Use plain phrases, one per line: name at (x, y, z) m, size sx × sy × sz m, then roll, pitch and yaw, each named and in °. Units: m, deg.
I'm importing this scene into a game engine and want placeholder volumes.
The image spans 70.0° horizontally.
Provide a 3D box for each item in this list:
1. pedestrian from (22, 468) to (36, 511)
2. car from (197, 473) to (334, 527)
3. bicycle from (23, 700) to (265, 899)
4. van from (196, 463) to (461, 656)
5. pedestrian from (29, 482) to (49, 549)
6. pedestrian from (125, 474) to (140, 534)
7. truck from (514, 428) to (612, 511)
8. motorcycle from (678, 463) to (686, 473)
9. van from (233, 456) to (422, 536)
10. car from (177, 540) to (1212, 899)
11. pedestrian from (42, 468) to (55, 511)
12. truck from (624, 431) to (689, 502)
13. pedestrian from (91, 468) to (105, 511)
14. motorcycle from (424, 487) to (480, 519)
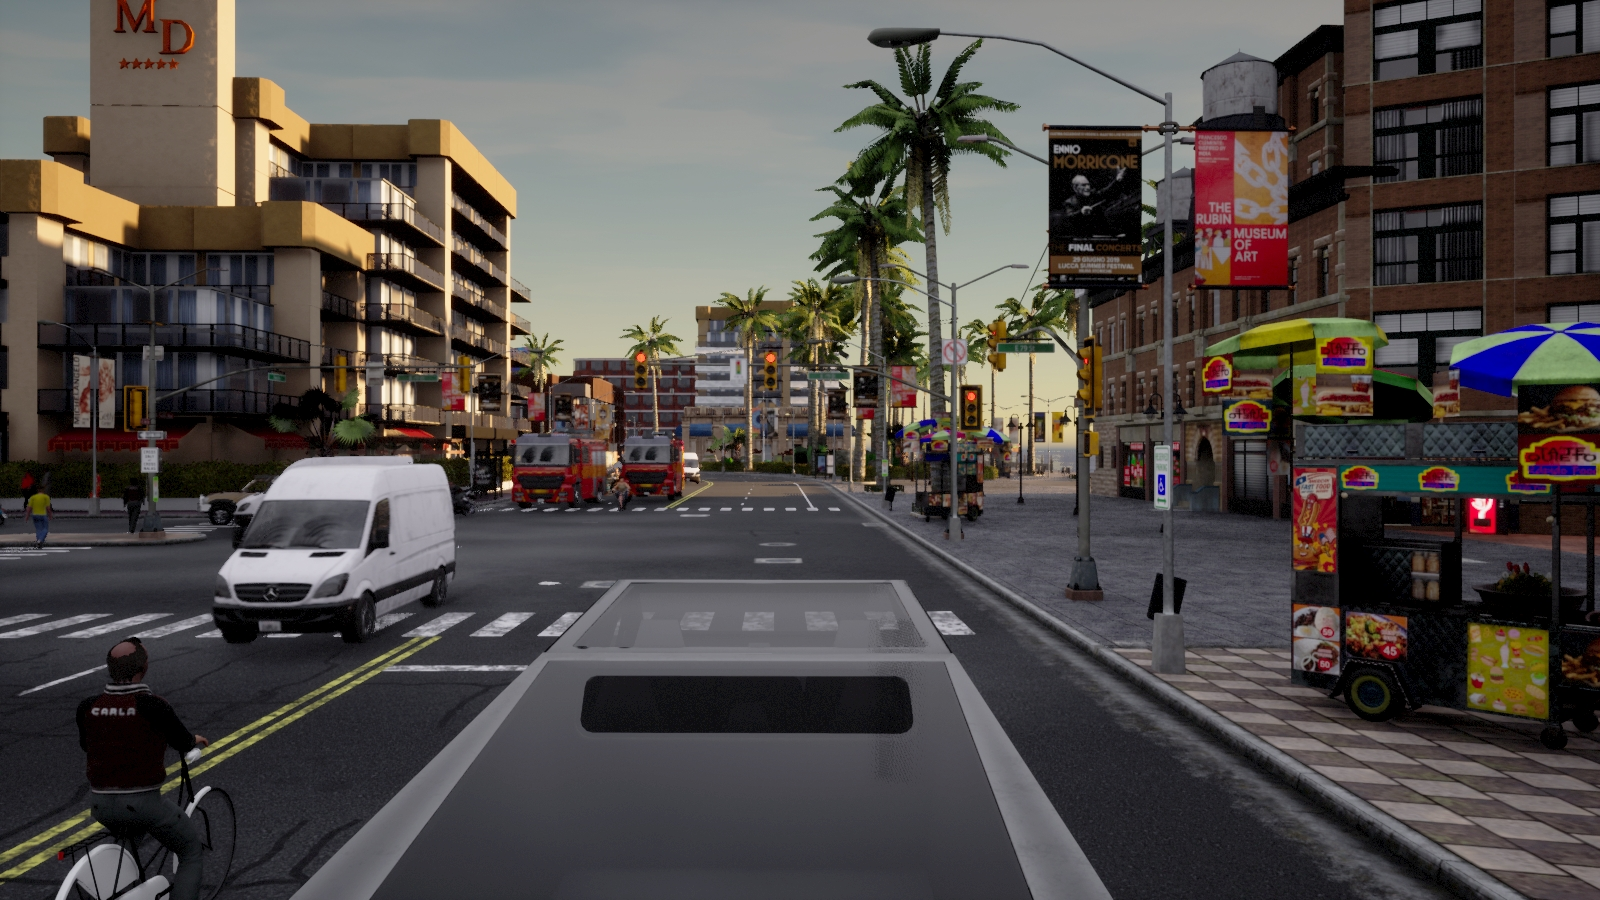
pedestrian at (-33.203, 1.696, 49.209) m, size 0.375 × 1.860 × 0.375 m, roll 0°, pitch 0°, yaw 4°
car at (-20.229, 1.864, 43.306) m, size 4.605 × 1.855 × 1.932 m, roll 0°, pitch 1°, yaw -26°
bicycle at (-3.625, 2.210, 6.485) m, size 0.329 × 1.171 × 1.835 m, roll 0°, pitch 0°, yaw 0°
van at (-7.319, 1.534, 18.575) m, size 1.988 × 2.561 × 5.915 m, roll 0°, pitch 0°, yaw -1°
pedestrian at (-21.528, 1.849, 32.332) m, size 0.375 × 1.860 × 0.375 m, roll 0°, pitch 0°, yaw -12°
pedestrian at (-21.058, 1.704, 36.065) m, size 0.375 × 1.860 × 0.375 m, roll 0°, pitch 0°, yaw -24°
truck at (-11.626, 0.890, 56.876) m, size 2.891 × 3.827 × 8.468 m, roll 0°, pitch 0°, yaw 2°
motorcycle at (-14.208, 2.182, 137.374) m, size 0.856 × 1.236 × 1.805 m, roll 0°, pitch 0°, yaw -1°
van at (-16.441, 1.532, 39.816) m, size 5.915 × 2.561 × 1.988 m, roll -1°, pitch 0°, yaw -27°
car at (-0.214, 1.754, 5.773) m, size 2.390 × 2.098 × 6.274 m, roll 0°, pitch 0°, yaw 1°
pedestrian at (-32.394, 1.696, 49.228) m, size 0.375 × 1.860 × 0.375 m, roll 0°, pitch 0°, yaw -16°
truck at (-8.113, 0.891, 65.656) m, size 2.891 × 3.827 × 8.468 m, roll 0°, pitch 0°, yaw -1°
pedestrian at (-30.299, 1.696, 49.329) m, size 0.375 × 1.860 × 0.375 m, roll 0°, pitch 0°, yaw -6°
motorcycle at (-14.514, 2.205, 47.704) m, size 0.867 × 1.251 × 2.209 m, roll 0°, pitch 0°, yaw 34°
